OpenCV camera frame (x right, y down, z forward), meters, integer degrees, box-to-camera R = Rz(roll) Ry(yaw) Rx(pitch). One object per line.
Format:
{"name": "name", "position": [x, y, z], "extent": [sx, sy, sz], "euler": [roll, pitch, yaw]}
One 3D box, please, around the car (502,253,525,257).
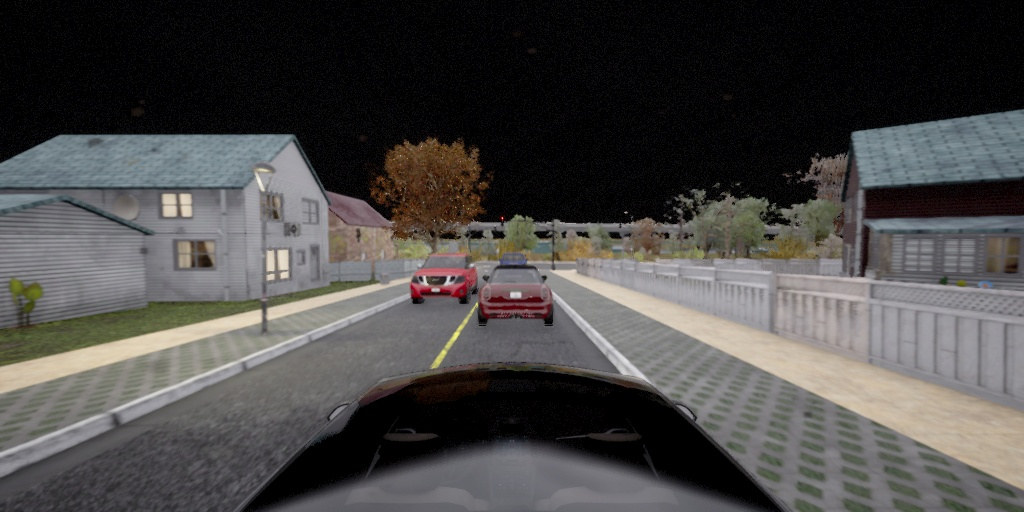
{"name": "car", "position": [0.101, 0.781, 28.137], "extent": [2.150, 2.045, 5.566], "euler": [0, 0, 0]}

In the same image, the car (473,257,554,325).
{"name": "car", "position": [0.101, 1.027, 11.588], "extent": [2.097, 1.767, 4.553], "euler": [0, 1, 0]}

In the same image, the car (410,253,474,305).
{"name": "car", "position": [-2.758, 0.870, 15.776], "extent": [2.150, 2.045, 5.566], "euler": [0, 0, 0]}
